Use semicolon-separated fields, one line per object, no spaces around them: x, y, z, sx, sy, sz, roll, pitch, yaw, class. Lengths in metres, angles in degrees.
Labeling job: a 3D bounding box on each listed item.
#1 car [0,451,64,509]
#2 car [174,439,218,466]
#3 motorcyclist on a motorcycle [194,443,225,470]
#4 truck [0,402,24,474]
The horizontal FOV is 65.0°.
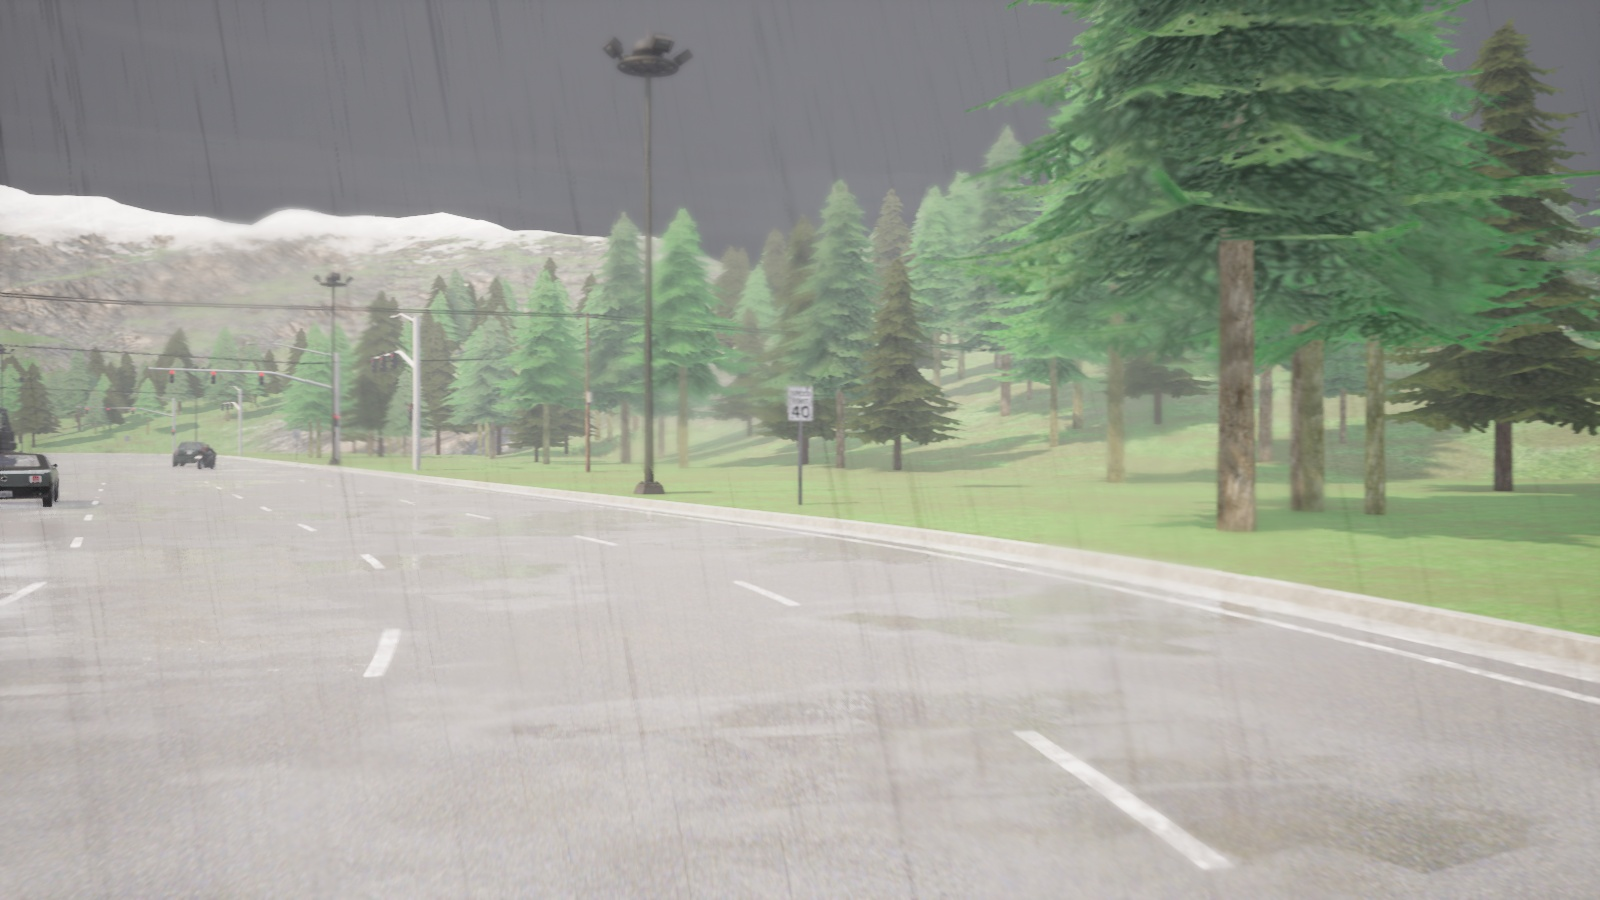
-19.237;0.679;30.751;1.895;1.301;4.718;0;0;-28;car
-40.268;0.145;83.826;2.097;1.767;4.553;0;0;-19;car
-34.497;0.378;73.425;0.866;1.530;2.191;0;0;-2;motorcyclist on a motorcycle
-41.330;-0.554;58.840;2.891;3.462;7.936;0;1;41;truck
